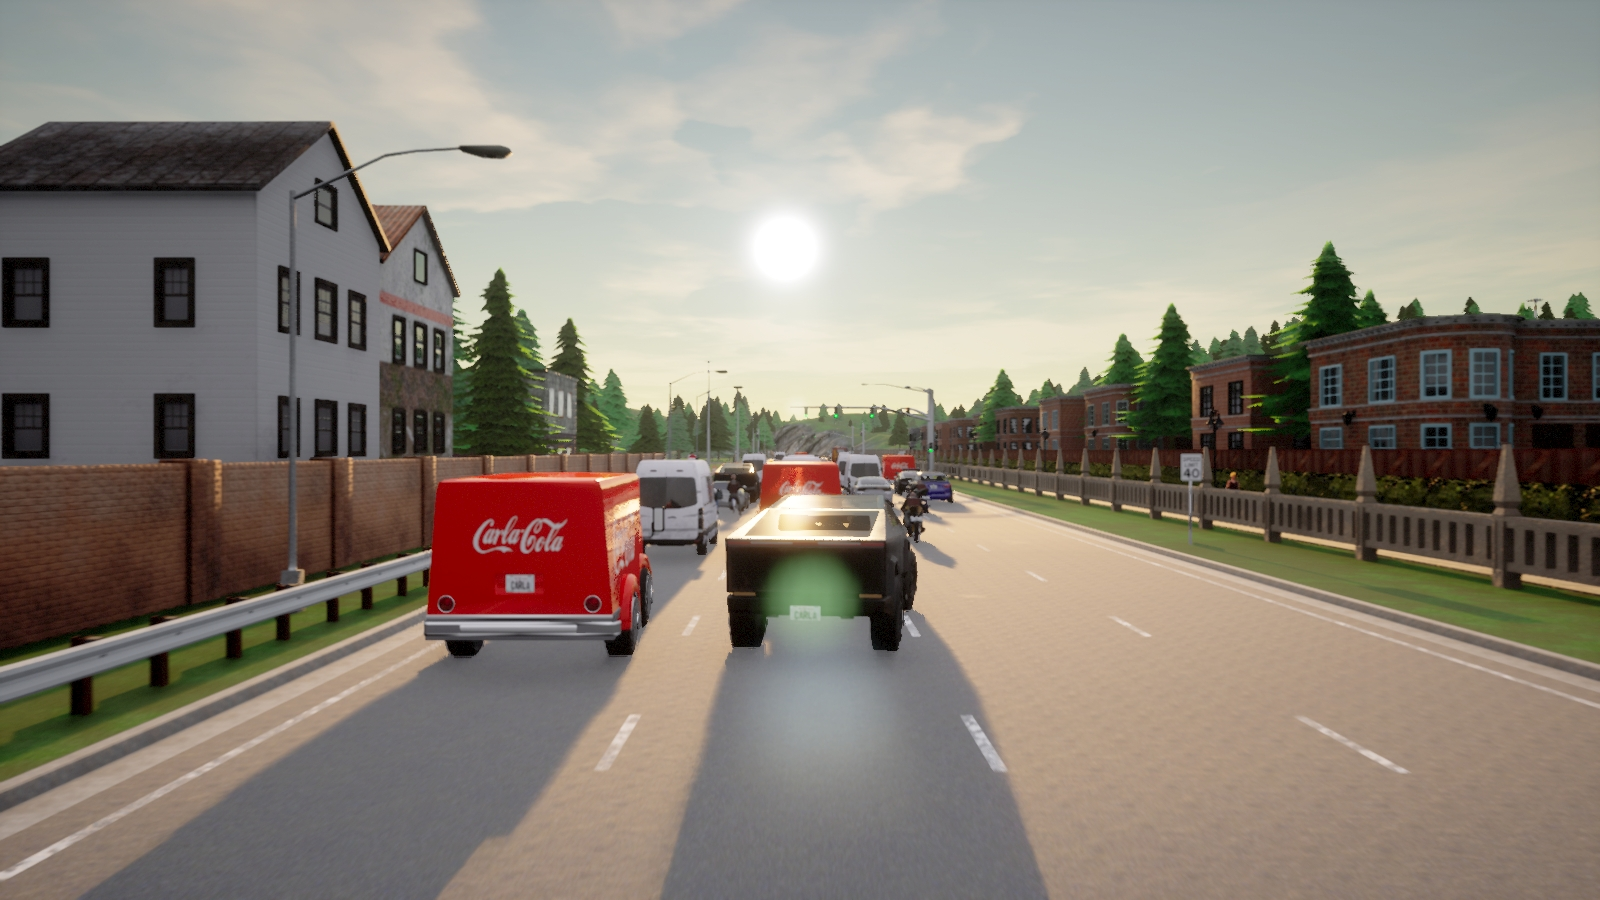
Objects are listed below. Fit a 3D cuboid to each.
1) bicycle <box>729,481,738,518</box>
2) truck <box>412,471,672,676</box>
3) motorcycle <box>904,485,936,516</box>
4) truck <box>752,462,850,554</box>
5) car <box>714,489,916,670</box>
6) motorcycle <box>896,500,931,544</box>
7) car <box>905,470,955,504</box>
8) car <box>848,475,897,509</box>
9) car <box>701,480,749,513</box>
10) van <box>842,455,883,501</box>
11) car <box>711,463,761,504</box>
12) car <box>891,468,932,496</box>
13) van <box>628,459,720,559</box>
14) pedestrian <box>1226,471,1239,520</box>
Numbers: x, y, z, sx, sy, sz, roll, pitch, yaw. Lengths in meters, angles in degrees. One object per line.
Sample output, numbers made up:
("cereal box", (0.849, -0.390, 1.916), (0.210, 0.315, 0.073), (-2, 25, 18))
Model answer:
("bicycle", (-2.833, 2.084, 48.491), (0.329, 1.471, 1.835), (0, 0, -5))
("truck", (-3.486, 1.572, 16.750), (2.627, 2.467, 5.204), (0, 0, 0))
("motorcycle", (5.339, 2.230, 50.917), (0.867, 1.251, 2.209), (0, 0, -10))
("truck", (0.028, 1.576, 33.248), (2.627, 2.467, 5.204), (0, -1, 0))
("car", (0.500, 1.762, 17.861), (2.390, 2.098, 6.274), (0, 0, 8))
("motorcycle", (3.537, 2.222, 35.691), (0.867, 1.251, 2.209), (0, 0, 0))
("car", (7.054, 2.000, 62.387), (2.242, 1.667, 4.611), (0, 0, 0))
("car", (3.551, 2.062, 56.973), (2.097, 1.535, 5.006), (0, 0, 0))
("car", (-3.504, 2.145, 53.933), (1.994, 1.385, 4.181), (0, 0, 0))
("van", (3.585, 1.567, 66.329), (1.988, 2.561, 5.915), (0, 0, 0))
("car", (-3.443, 1.784, 62.972), (2.390, 2.098, 6.274), (0, 0, 0))
("car", (7.065, 2.017, 72.725), (2.097, 1.638, 5.238), (0, 0, 0))
("van", (-3.476, 1.550, 32.623), (1.988, 2.561, 5.915), (0, 0, 0))
("pedestrian", (16.438, 1.723, 43.445), (0.375, 1.860, 0.375), (0, 0, 0))
